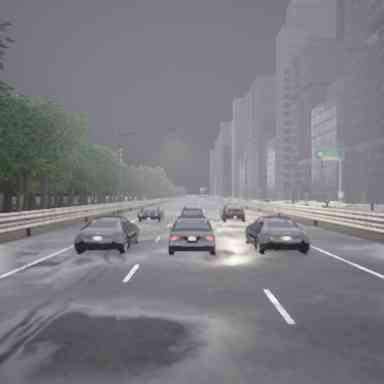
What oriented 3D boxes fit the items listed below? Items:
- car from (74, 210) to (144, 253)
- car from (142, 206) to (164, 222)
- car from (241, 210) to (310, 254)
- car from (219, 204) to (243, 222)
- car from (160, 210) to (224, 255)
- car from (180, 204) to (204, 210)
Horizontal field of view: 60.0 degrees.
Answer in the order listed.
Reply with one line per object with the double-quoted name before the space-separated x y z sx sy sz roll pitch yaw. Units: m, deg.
"car" -3.492 1.704 14.295 1.994 1.385 4.181 0 -1 0
"car" -3.493 1.896 29.099 1.895 1.301 4.718 0 -1 0
"car" 3.506 1.703 14.281 1.994 1.385 4.181 0 -1 0
"car" 3.509 1.806 29.277 1.837 1.490 4.892 0 0 0
"car" 0.003 1.683 13.981 2.033 1.411 5.357 0 -1 0
"car" 0.009 1.790 29.294 2.128 1.511 4.902 0 -1 0
